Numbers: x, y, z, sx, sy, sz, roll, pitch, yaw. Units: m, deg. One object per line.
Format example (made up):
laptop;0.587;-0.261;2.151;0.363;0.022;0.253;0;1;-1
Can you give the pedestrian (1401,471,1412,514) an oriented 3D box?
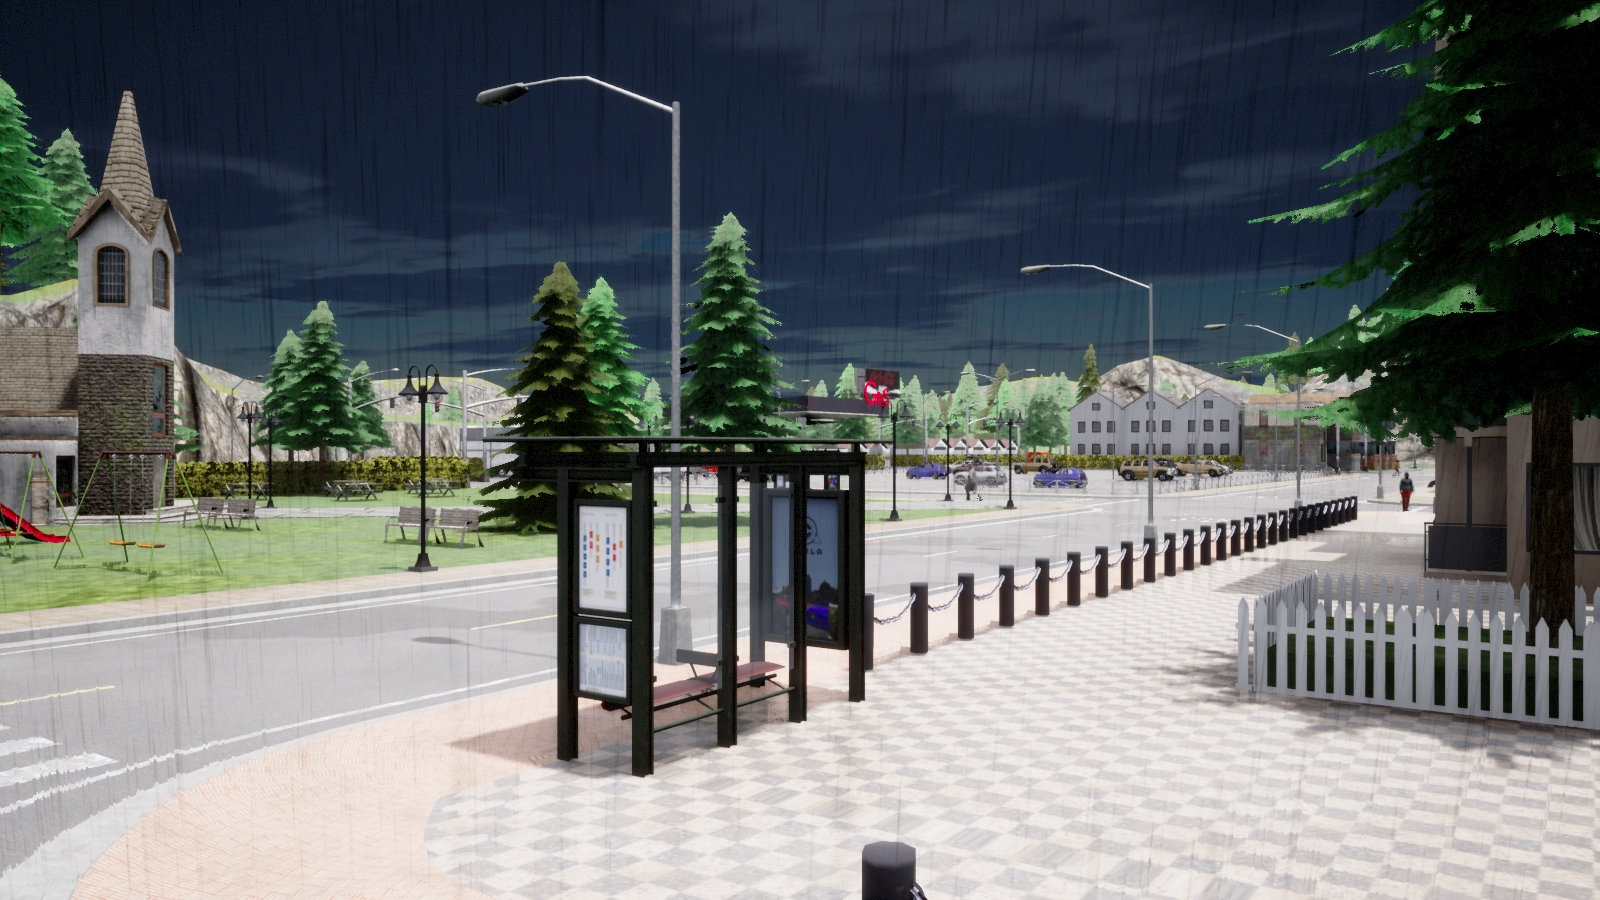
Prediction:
pedestrian;26.115;1.832;49.198;0.375;1.860;0.375;0;0;24

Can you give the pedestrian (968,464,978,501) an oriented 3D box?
pedestrian;8.751;1.627;57.743;0.375;1.860;0.375;0;0;39
